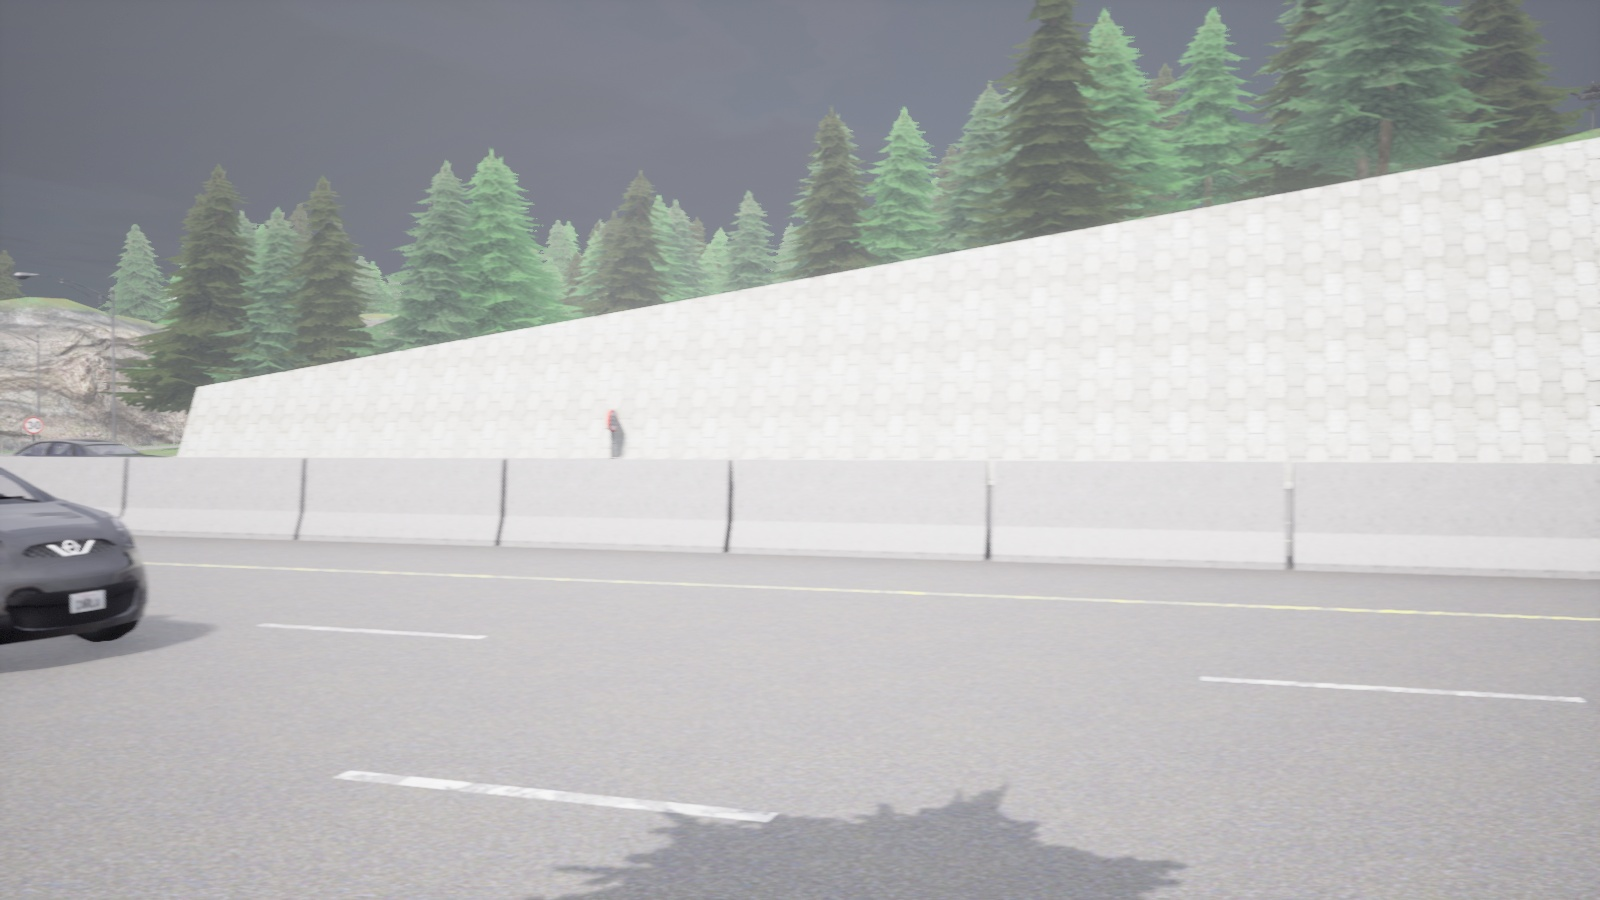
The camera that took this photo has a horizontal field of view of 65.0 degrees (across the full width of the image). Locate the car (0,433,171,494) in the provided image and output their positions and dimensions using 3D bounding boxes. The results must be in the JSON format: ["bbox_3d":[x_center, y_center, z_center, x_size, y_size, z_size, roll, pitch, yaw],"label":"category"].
[{"bbox_3d":[-18.776,0.295,31.665,5.357,1.411,2.033,1,1,19],"label":"car"}]

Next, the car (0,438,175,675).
[{"bbox_3d":[-6.713,0.666,9.144,3.633,1.501,1.845,1,1,19],"label":"car"}]
